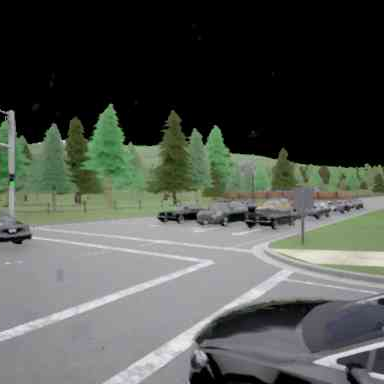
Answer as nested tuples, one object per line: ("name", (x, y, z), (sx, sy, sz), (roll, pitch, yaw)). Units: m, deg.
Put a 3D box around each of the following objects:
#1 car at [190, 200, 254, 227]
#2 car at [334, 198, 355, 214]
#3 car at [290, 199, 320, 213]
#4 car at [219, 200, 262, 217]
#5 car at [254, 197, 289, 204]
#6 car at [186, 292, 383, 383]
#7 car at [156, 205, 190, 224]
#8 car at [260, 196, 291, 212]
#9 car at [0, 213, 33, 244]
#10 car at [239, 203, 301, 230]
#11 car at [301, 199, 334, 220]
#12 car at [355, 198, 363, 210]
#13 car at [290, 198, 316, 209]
("car", (2.209, 1.412, 23.568), (2.097, 1.767, 4.553), (0, 0, 36))
("car", (15.923, 1.533, 36.373), (2.128, 1.511, 4.902), (0, 0, 36))
("car", (13.125, 1.564, 38.473), (1.837, 1.490, 4.892), (0, 0, 36))
("car", (4.912, 1.568, 33.184), (2.128, 1.511, 4.902), (0, 0, 36))
("car", (7.580, 1.537, 30.905), (1.882, 1.535, 5.008), (0, 0, 36))
("car", (2.182, 1.489, 2.436), (4.902, 1.511, 2.128), (0, 0, 35))
("car", (-0.591, 1.678, 25.667), (1.895, 1.301, 4.718), (0, 0, 36))
("car", (10.161, 1.428, 40.345), (2.097, 1.767, 4.553), (0, 0, 36))
("car", (-9.317, 1.629, 14.935), (5.357, 1.411, 2.033), (0, 0, 35))
("car", (5.206, 1.643, 21.730), (1.895, 1.301, 4.718), (0, 0, 36))
("car", (10.604, 1.567, 29.083), (1.812, 1.442, 4.674), (0, 0, 36))
("car", (20.931, 1.532, 43.191), (2.128, 1.511, 4.902), (0, 0, 36))
("car", (16.262, 1.623, 48.613), (2.033, 1.411, 5.357), (0, 0, 36))
